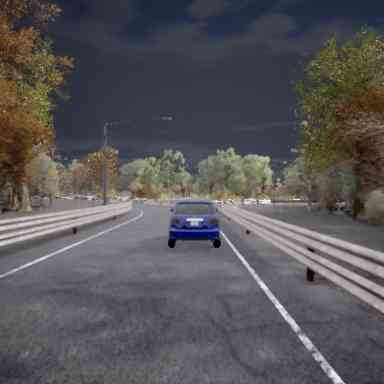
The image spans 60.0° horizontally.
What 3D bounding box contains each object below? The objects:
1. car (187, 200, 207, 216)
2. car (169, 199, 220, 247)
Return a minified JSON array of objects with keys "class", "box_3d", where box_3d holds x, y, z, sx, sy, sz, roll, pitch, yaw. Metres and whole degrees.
[{"class":"car","box_3d":[0.645,1.751,37.079,1.882,1.535,5.008,0,0,6]},{"class":"car","box_3d":[0.107,1.353,15.786,2.150,2.045,5.566,0,0,0]}]
